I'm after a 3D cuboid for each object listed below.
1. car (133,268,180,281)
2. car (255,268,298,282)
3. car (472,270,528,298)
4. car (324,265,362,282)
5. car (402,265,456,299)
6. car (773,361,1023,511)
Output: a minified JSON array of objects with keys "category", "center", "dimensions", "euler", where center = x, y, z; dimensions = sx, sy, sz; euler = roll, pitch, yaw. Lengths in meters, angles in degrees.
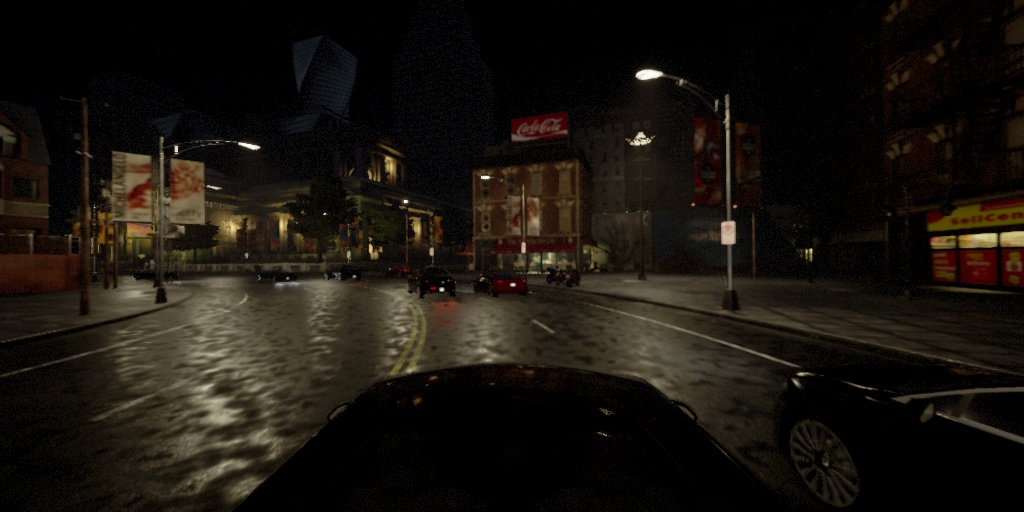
[{"category":"car","center":[-36.870,1.944,37.262],"dimensions":[4.718,1.301,1.895],"euler":[-1,0,20]},{"category":"car","center":[-22.525,1.781,34.275],"dimensions":[4.718,1.301,1.895],"euler":[-1,0,33]},{"category":"car","center":[-0.781,1.436,19.864],"dimensions":[1.994,1.385,4.181],"euler":[0,0,-25]},{"category":"car","center":[-15.999,1.617,33.863],"dimensions":[4.892,1.490,1.837],"euler":[-1,-1,41]},{"category":"car","center":[-4.519,1.414,19.730],"dimensions":[1.837,1.490,4.892],"euler":[0,-1,-27]},{"category":"car","center":[3.291,1.206,1.339],"dimensions":[2.128,1.511,4.902],"euler":[0,0,2]}]
